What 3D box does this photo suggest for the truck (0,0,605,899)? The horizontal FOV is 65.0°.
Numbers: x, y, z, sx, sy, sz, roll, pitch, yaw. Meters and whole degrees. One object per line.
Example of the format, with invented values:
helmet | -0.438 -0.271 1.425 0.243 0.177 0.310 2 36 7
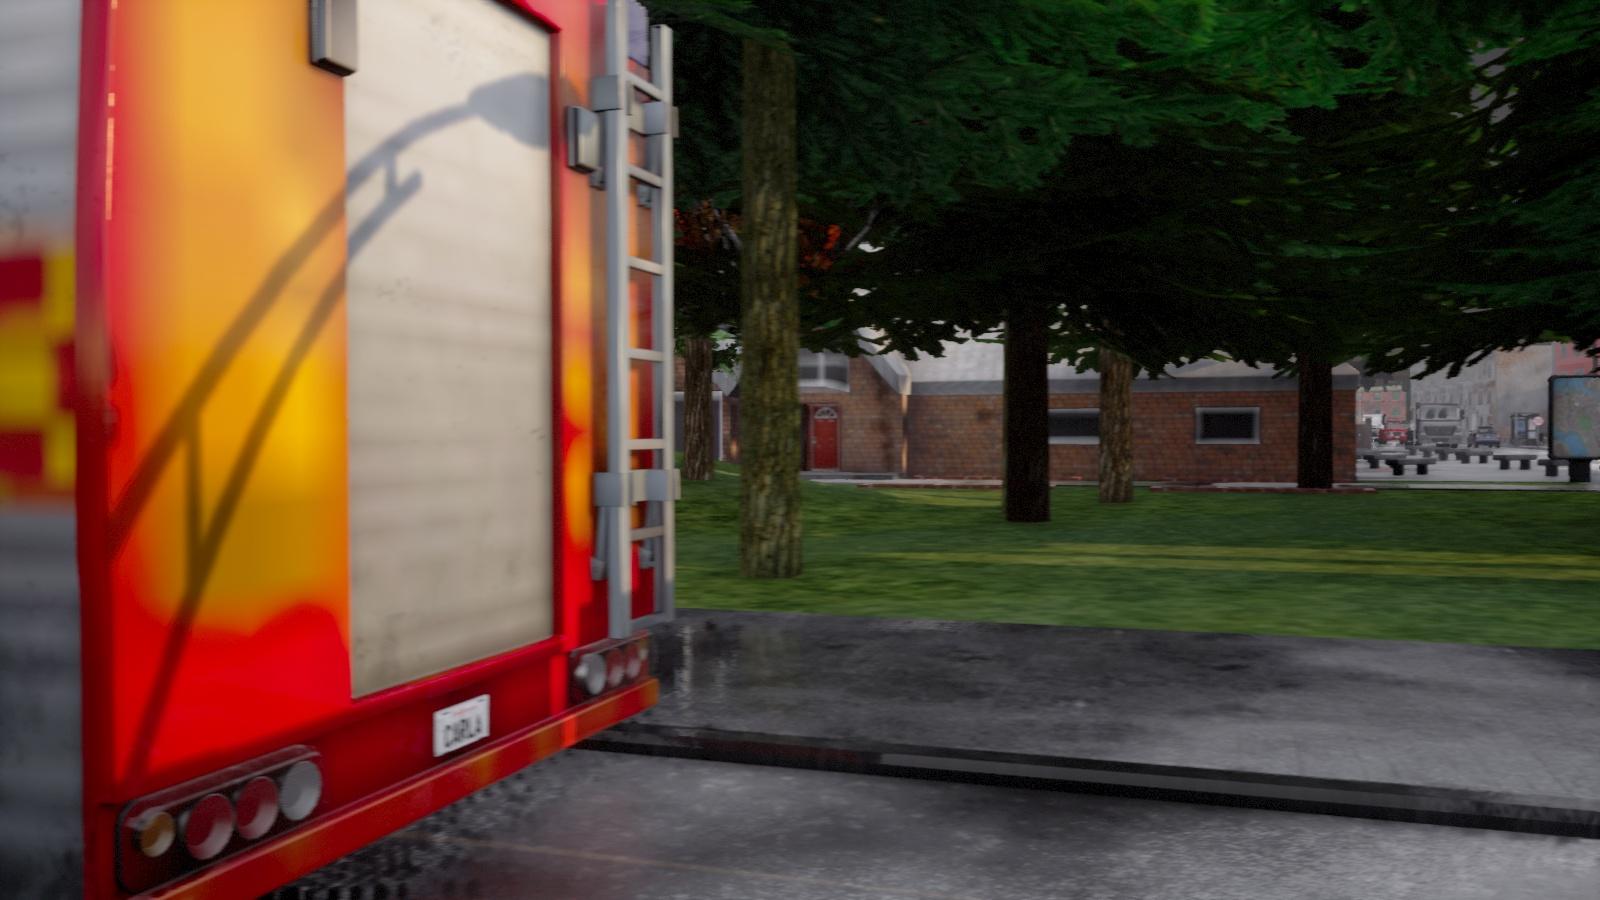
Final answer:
truck | -5.333 -0.446 5.498 8.468 3.827 2.891 1 1 19
